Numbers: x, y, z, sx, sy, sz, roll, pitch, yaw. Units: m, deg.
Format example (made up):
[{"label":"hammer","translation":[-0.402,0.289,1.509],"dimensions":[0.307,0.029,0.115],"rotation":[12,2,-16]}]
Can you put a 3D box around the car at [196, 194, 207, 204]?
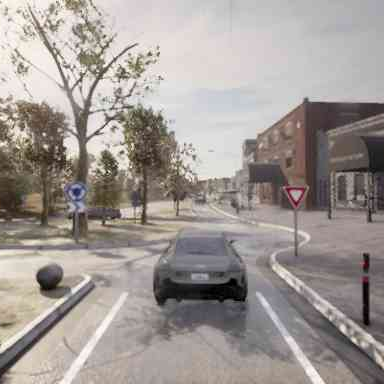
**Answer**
[{"label":"car","translation":[1.727,1.769,69.798],"dimensions":[1.837,1.490,4.892],"rotation":[0,0,3]}]

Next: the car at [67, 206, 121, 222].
[{"label":"car","translation":[-9.219,2.088,31.423],"dimensions":[4.902,1.511,2.128],"rotation":[0,-2,-1]}]

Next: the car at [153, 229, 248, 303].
[{"label":"car","translation":[0.232,1.632,8.421],"dimensions":[1.994,1.385,4.181],"rotation":[0,-1,2]}]
